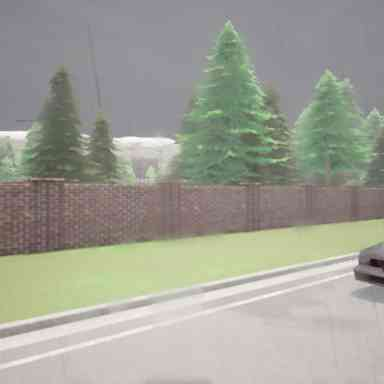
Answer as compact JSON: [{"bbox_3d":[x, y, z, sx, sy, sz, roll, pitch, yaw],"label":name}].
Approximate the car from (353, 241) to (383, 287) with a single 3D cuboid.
[{"bbox_3d":[6.118,1.538,8.154,5.357,1.411,2.033,0,0,-35],"label":"car"}]
